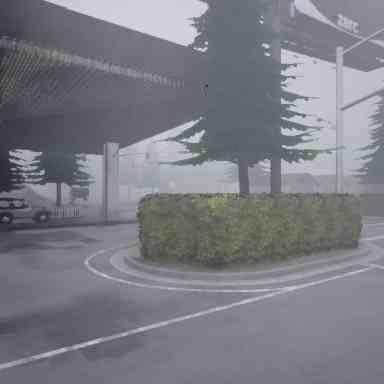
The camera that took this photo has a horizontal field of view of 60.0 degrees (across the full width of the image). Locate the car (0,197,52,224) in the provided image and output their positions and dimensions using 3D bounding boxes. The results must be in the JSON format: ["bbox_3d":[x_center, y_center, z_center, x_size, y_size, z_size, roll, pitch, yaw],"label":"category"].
[{"bbox_3d":[-12.063,1.313,23.421,3.866,1.878,1.905,0,0,-36],"label":"car"}]
